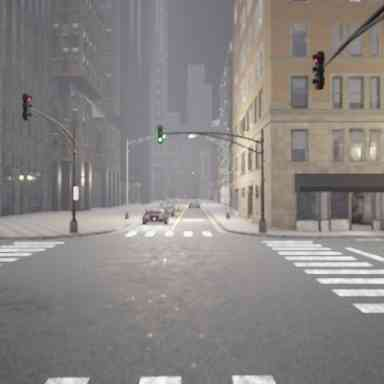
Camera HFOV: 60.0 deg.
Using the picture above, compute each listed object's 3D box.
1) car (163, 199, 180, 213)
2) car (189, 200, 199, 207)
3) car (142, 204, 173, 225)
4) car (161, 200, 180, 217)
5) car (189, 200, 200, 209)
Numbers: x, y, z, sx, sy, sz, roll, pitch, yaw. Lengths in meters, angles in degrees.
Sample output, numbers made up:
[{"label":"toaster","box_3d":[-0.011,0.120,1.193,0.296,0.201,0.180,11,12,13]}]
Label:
[{"label":"car","box_3d":[-2.804,1.957,47.398,2.097,1.767,4.553,0,-1,1]},{"label":"car","box_3d":[0.494,2.388,68.113,1.994,1.385,4.181,0,-1,0]},{"label":"car","box_3d":[-2.929,1.919,27.644,1.994,1.385,4.181,0,-1,0]},{"label":"car","box_3d":[-2.867,1.972,37.498,2.128,1.511,4.902,0,-1,0]},{"label":"car","box_3d":[0.440,2.289,58.165,1.994,1.385,4.181,0,-1,0]}]
